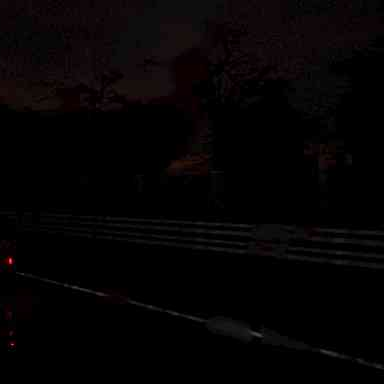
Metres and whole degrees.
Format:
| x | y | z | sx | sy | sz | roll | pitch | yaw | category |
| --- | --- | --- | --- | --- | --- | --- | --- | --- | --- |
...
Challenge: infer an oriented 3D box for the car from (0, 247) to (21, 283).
| x | y | z | sx | sy | sz | roll | pitch | yaw | category |
| --- | --- | --- | --- | --- | --- | --- | --- | --- | --- |
| -6.541 | 1.696 | 8.666 | 4.718 | 1.301 | 1.895 | -1 | 0 | 36 | car |
